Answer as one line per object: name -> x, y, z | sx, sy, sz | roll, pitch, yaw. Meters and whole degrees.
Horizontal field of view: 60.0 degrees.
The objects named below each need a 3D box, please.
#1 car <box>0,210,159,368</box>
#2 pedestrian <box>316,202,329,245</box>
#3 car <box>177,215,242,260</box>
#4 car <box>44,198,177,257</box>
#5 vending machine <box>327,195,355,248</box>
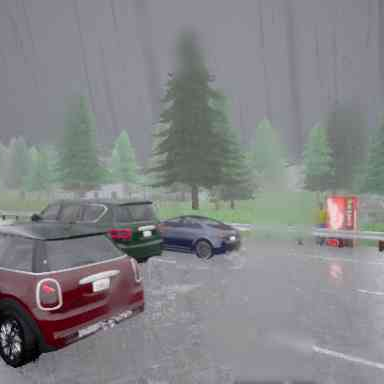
car -> -3.061, 1.350, 5.965 | 4.553, 1.767, 2.097 | 0, 0, 34
pedestrian -> 5.396, 1.292, 13.903 | 0.375, 1.860, 0.375 | 0, 0, 35
car -> -0.257, 1.561, 12.512 | 4.181, 1.385, 1.994 | 0, 0, 34
car -> -3.445, 1.218, 10.450 | 5.566, 2.045, 2.150 | 0, 0, 33
vending machine -> 6.322, 1.194, 14.092 | 0.880, 2.100, 1.100 | 0, 0, 35
